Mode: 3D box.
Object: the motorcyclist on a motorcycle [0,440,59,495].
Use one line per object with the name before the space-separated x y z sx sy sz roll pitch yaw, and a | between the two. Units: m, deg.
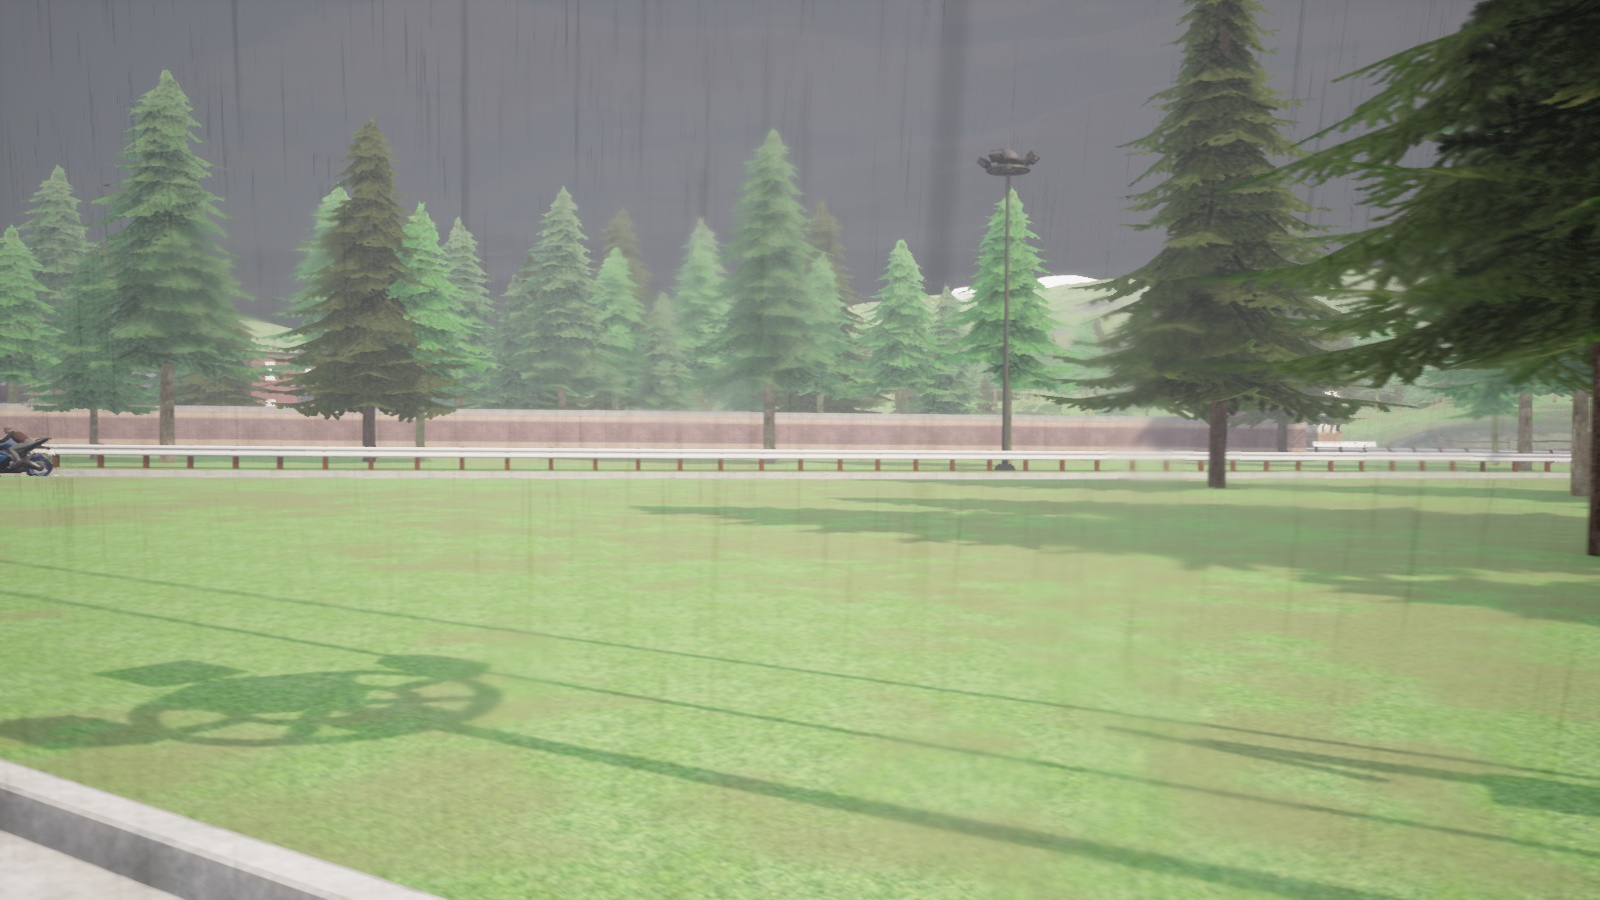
motorcyclist on a motorcycle | -22.307 0.484 35.500 2.191 1.530 0.866 -1 1 -3
